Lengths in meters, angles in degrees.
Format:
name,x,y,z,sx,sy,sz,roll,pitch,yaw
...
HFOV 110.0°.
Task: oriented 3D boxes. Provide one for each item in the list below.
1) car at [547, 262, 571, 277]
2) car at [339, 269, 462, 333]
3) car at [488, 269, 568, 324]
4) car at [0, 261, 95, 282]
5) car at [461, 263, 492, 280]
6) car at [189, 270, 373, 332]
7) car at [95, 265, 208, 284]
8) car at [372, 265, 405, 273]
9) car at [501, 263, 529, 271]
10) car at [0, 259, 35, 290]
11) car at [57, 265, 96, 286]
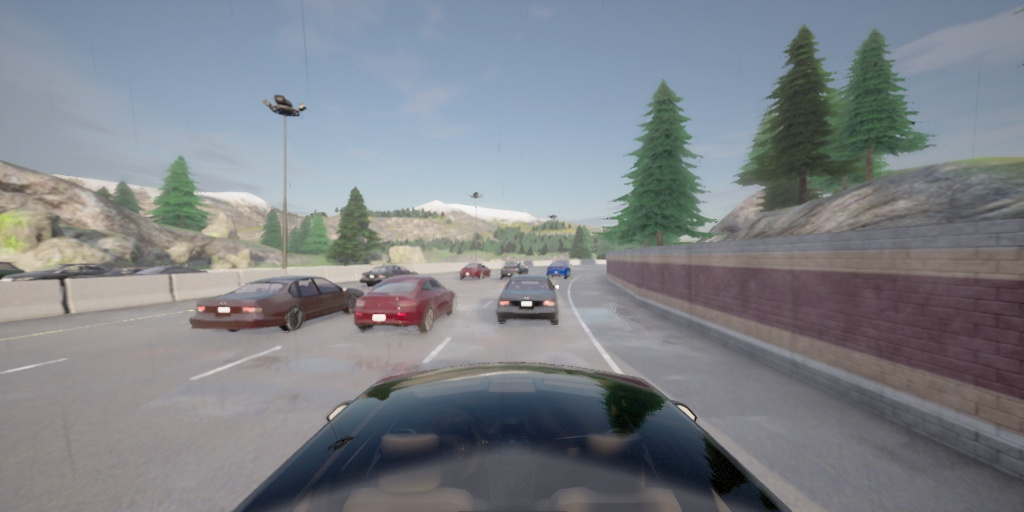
name,x,y,z,sx,sy,sz,roll,pitch,yaw
car,4.551,1.320,34.441,1.882,1.535,5.008,0,0,14
car,-2.967,1.291,10.731,1.812,1.442,4.674,0,0,4
car,0.610,1.325,12.046,2.033,1.411,5.357,0,0,5
car,-26.653,1.227,21.526,2.128,1.511,4.902,0,0,8
car,-3.215,1.344,32.189,1.812,1.442,4.674,0,0,13
car,-6.499,1.304,10.826,2.033,1.411,5.357,0,0,4
car,-19.754,1.273,20.325,1.812,1.442,4.674,0,0,8
car,-8.306,1.335,24.818,2.033,1.411,5.357,0,0,10
car,0.319,1.317,31.927,2.128,1.511,4.902,0,0,13
car,-30.392,1.072,19.696,2.097,1.767,4.553,0,0,7
car,-23.124,1.344,21.536,1.895,1.301,4.718,0,0,8
